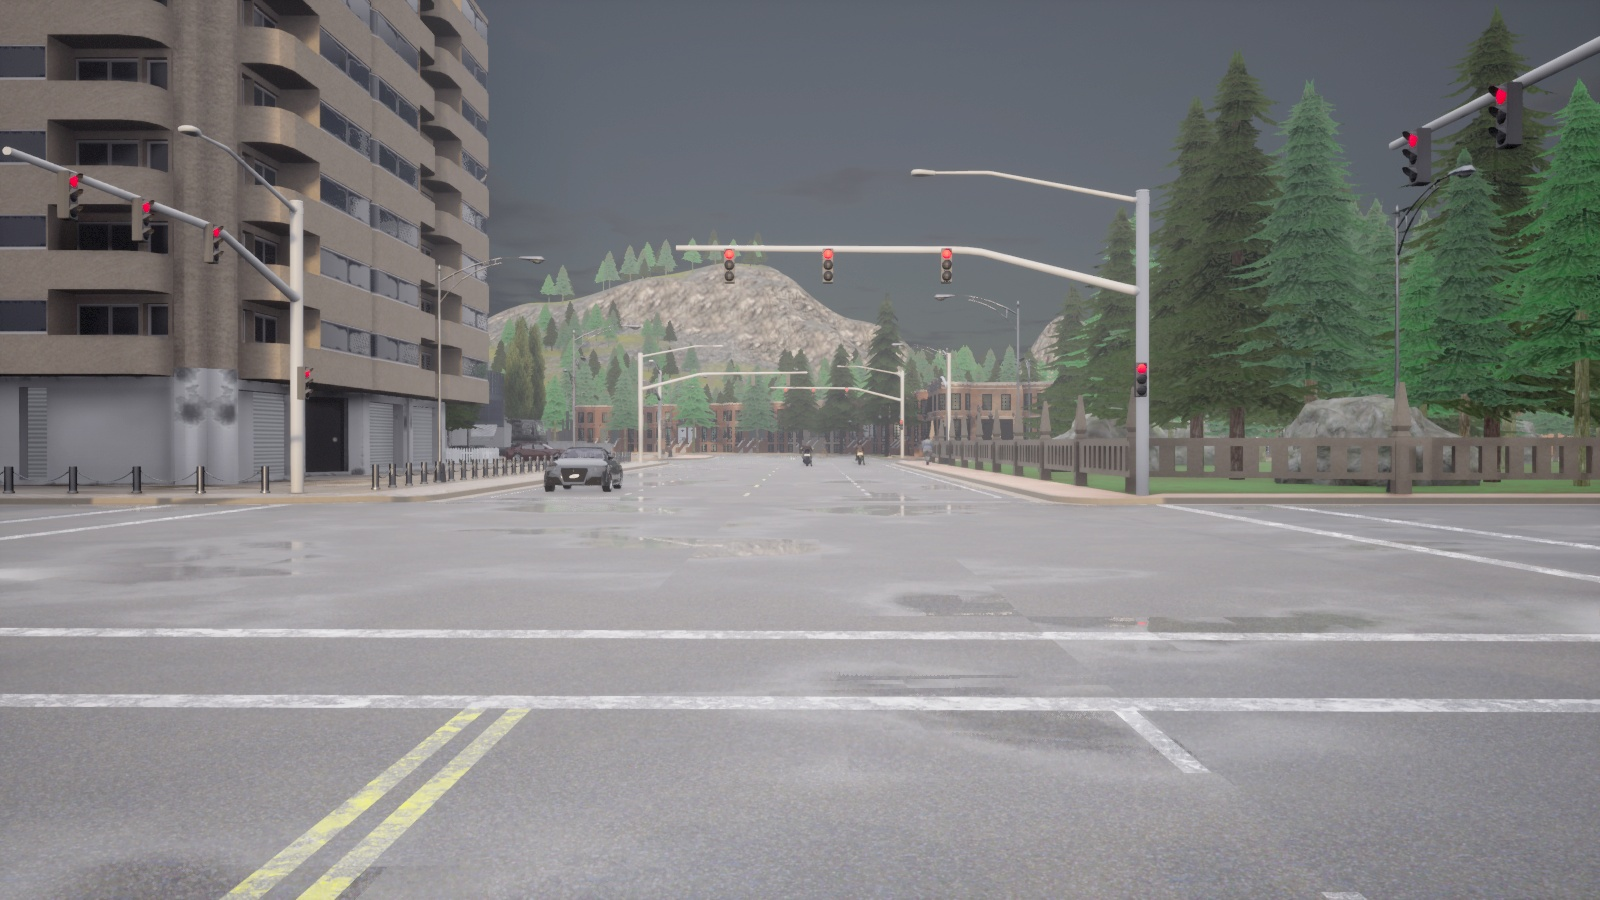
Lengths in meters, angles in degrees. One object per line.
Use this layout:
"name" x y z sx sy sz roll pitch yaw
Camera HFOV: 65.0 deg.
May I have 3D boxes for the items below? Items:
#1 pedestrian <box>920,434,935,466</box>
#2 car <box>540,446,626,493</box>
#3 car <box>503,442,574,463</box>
"pedestrian" 7.553 -0.010 74.595 0.874 1.855 0.900 0 0 4
"car" -6.774 0.582 39.592 1.994 1.385 4.181 0 0 0
"car" -19.808 0.170 95.341 5.008 1.535 1.882 0 0 0
